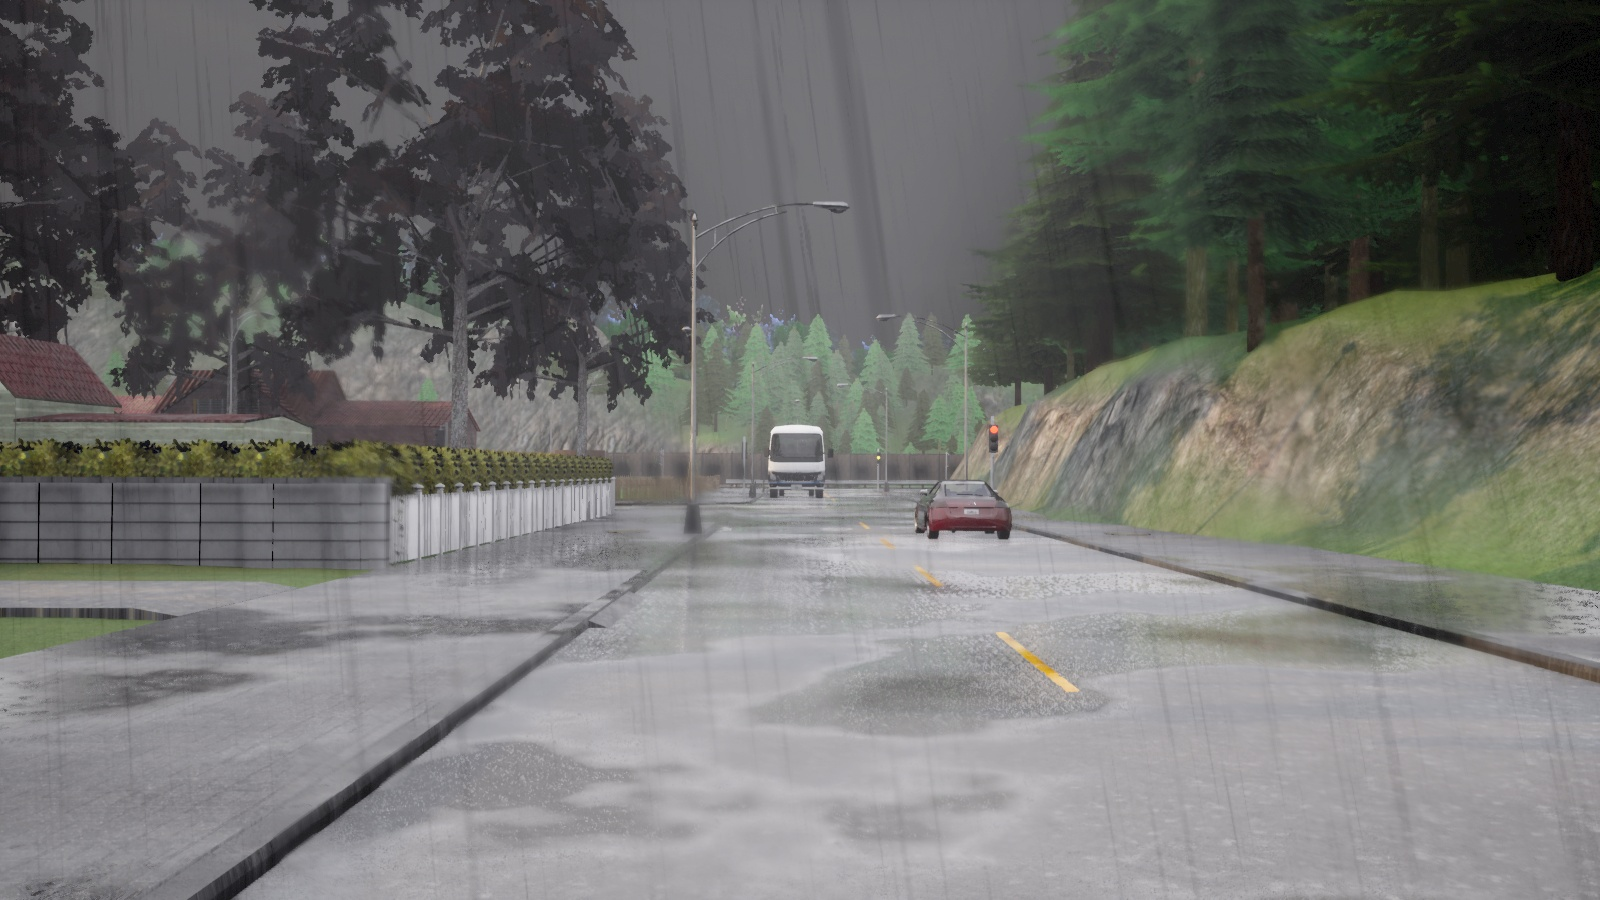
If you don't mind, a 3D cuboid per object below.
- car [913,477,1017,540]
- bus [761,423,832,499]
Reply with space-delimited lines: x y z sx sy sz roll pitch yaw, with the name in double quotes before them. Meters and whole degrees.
"car" 3.919 1.374 30.520 1.994 1.385 4.181 0 -1 0
"bus" -0.192 0.698 75.175 3.944 4.253 10.273 0 -1 0
